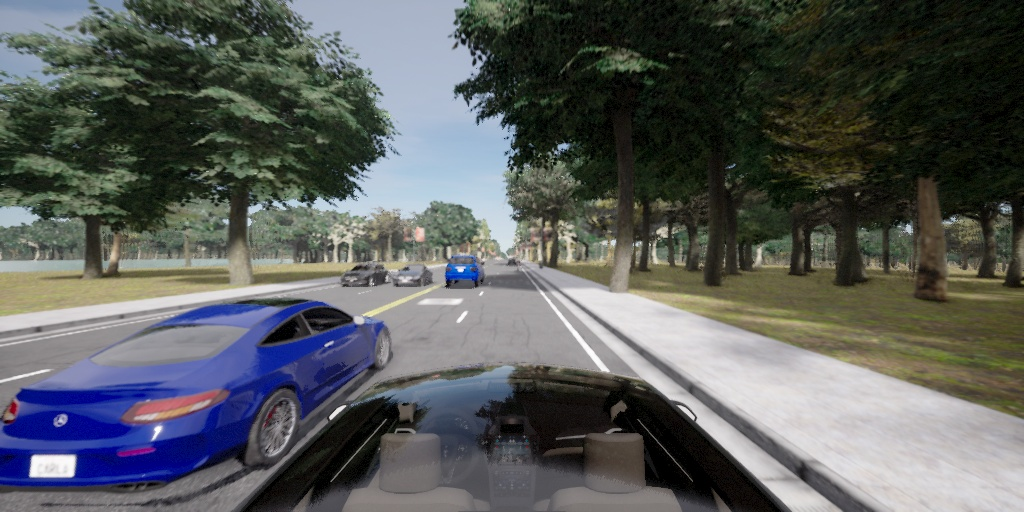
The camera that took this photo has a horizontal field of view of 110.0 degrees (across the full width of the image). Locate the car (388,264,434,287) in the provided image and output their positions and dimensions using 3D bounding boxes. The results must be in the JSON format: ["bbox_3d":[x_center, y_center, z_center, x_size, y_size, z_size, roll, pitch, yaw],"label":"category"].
[{"bbox_3d":[-6.599,1.274,24.416,1.812,1.442,4.674,0,0,0],"label":"car"}]

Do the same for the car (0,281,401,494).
[{"bbox_3d":[-3.152,1.275,4.765,1.812,1.442,4.674,0,0,0],"label":"car"}]

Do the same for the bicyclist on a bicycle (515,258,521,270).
[{"bbox_3d":[0.889,1.126,47.840,0.659,1.776,1.843,0,0,0],"label":"bicyclist on a bicycle"}]

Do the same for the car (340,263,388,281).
[{"bbox_3d":[-9.848,1.253,24.396,1.837,1.490,4.892,0,0,0],"label":"car"}]

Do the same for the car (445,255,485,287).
[{"bbox_3d":[-3.153,0.969,24.657,2.150,2.045,5.566,0,0,0],"label":"car"}]
